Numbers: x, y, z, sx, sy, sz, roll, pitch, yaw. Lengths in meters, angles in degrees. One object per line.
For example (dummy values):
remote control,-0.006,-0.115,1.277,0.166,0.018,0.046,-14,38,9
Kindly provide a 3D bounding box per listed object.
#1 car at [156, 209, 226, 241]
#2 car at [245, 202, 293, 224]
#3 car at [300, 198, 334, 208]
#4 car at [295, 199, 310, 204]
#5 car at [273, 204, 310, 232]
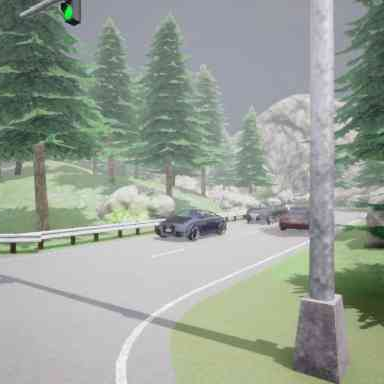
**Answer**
car,0.052,1.579,16.969,1.994,1.385,4.181,0,0,35
car,5.713,1.507,25.145,2.128,1.511,4.902,0,0,35
car,18.518,1.622,49.528,1.895,1.301,4.718,0,0,-23
car,11.313,1.520,33.691,1.837,1.490,4.892,0,0,28
car,6.905,1.641,20.542,1.994,1.385,4.181,0,-1,35
